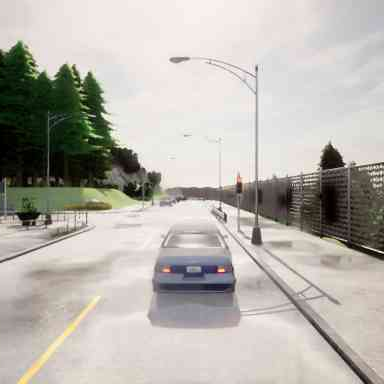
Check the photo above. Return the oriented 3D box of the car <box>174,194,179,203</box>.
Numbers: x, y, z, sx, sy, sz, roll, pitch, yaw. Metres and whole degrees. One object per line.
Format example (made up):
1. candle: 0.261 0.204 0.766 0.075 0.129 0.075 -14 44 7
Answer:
1. car: -3.979 1.526 62.405 1.812 1.442 4.674 0 0 1

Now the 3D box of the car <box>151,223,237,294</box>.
1. car: 0.058 1.547 8.960 2.033 1.411 5.357 0 0 1

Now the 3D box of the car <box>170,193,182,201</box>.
1. car: -3.903 1.225 72.810 2.150 2.045 5.566 0 0 0

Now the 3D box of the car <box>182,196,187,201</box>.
1. car: -3.689 1.540 86.799 5.357 1.411 2.033 0 0 40

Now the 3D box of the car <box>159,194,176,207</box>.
1. car: -4.023 1.505 52.507 1.837 1.490 4.892 0 0 0
